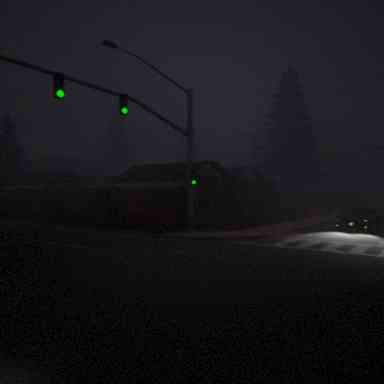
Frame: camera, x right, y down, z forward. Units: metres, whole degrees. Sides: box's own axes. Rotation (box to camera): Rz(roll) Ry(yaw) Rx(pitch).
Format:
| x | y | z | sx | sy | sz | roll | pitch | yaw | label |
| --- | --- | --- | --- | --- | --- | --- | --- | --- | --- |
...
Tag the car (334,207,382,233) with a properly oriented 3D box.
| x | y | z | sx | sy | sz | roll | pitch | yaw | label |
| --- | --- | --- | --- | --- | --- | --- | --- | --- | --- |
| 9.894 | 1.567 | 19.729 | 1.994 | 1.385 | 4.181 | 0 | 0 | 38 | car |
